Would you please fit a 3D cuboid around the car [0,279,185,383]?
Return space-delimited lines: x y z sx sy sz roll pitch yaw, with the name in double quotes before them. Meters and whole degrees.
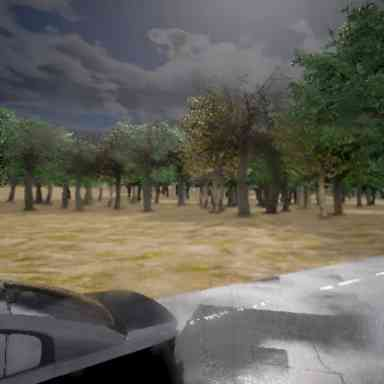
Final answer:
"car" -2.412 1.487 2.257 5.008 1.535 1.882 1 -1 -34
